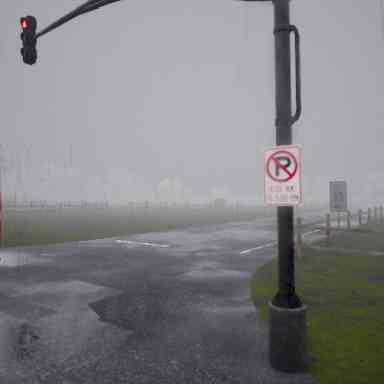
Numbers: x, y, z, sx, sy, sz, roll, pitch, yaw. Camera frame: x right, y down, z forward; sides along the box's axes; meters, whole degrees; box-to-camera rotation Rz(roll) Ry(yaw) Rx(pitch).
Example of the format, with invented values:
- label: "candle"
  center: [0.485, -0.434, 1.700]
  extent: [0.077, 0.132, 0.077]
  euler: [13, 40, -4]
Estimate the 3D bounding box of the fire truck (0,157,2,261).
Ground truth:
- label: "fire truck"
  center: [-8.897, 0.405, 6.891]
  extent: [2.891, 3.827, 8.468]
  euler: [-1, -2, 36]
